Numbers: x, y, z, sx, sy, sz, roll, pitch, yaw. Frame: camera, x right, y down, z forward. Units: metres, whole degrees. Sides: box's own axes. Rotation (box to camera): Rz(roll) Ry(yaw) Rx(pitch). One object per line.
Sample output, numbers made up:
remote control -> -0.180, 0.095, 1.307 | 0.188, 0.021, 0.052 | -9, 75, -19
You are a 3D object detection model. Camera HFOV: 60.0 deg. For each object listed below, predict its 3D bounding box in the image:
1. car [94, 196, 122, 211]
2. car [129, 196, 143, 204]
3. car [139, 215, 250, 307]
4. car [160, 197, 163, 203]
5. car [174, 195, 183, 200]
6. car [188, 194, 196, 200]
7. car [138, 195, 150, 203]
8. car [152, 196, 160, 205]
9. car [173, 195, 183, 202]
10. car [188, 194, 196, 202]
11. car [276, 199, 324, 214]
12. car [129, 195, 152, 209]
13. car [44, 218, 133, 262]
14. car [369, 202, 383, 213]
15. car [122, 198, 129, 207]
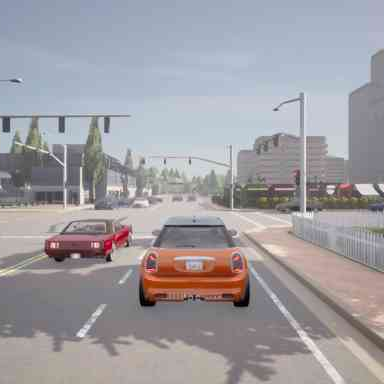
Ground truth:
car -> -10.616, 1.352, 41.360 | 2.097, 1.767, 4.553 | 0, 0, 0
car -> -10.582, 1.564, 63.019 | 1.994, 1.385, 4.181 | 0, 0, 1
car -> 0.060, 1.352, 8.143 | 2.097, 1.767, 4.553 | 0, 0, 0
car -> -7.033, 1.601, 68.982 | 1.895, 1.301, 4.718 | 0, 0, 0
car -> -3.541, 1.425, 87.751 | 1.994, 1.385, 4.181 | 0, 0, 0
car -> -0.041, 1.398, 87.754 | 2.128, 1.511, 4.902 | 0, 0, 0
car -> -10.535, 1.500, 73.152 | 1.837, 1.490, 4.892 | 0, 0, 0
car -> -7.105, 1.507, 57.777 | 1.837, 1.490, 4.892 | 0, -1, 0
car -> -3.537, 1.513, 77.796 | 1.812, 1.442, 4.674 | 0, 0, 0
car -> -0.037, 1.531, 77.479 | 2.033, 1.411, 5.357 | 0, 0, 0
car -> 11.255, 1.492, 34.804 | 4.902, 1.511, 2.128 | 0, 0, -1
car -> -7.092, 1.526, 46.054 | 1.812, 1.442, 4.674 | 0, 0, -1
car -> -3.422, 1.601, 12.037 | 1.895, 1.301, 4.718 | 0, 0, 0
car -> 21.364, 1.478, 35.058 | 5.008, 1.535, 1.882 | 0, 0, -2
car -> -10.615, 1.564, 51.591 | 1.994, 1.385, 4.181 | 0, 0, 0
